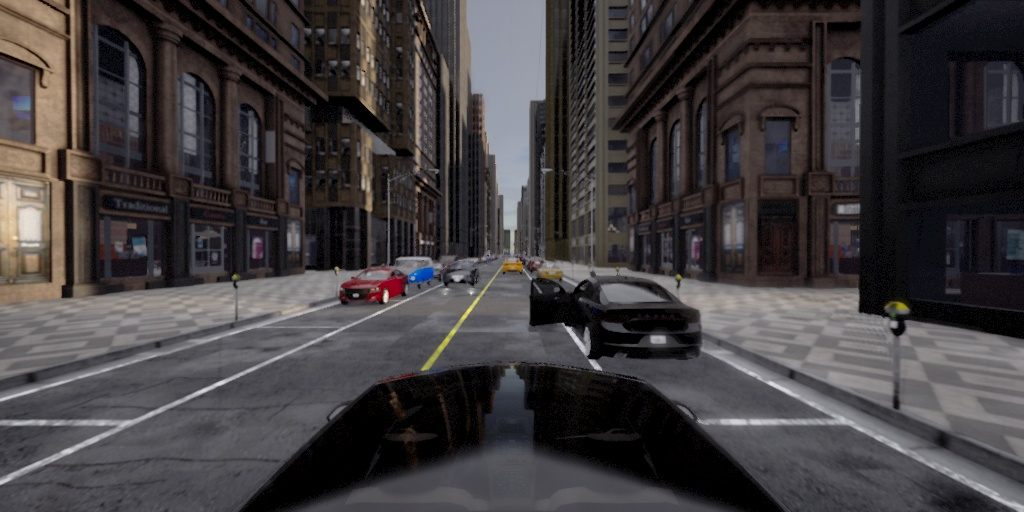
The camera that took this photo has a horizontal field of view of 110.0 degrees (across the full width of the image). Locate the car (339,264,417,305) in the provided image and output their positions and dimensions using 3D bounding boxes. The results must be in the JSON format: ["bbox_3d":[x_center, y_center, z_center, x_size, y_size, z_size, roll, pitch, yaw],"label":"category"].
[{"bbox_3d":[-5.766,1.194,15.498,1.888,1.381,4.507,0,0,0],"label":"car"}]

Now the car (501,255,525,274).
[{"bbox_3d":[0.065,0.975,36.469,1.882,1.535,5.008,0,0,0],"label":"car"}]

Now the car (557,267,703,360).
[{"bbox_3d":[2.359,1.179,8.254,1.882,1.535,5.008,0,0,0],"label":"car"}]

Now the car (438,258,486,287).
[{"bbox_3d":[-3.103,1.087,22.836,2.128,1.511,4.902,0,0,0],"label":"car"}]

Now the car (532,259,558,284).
[{"bbox_3d":[2.756,1.093,26.919,1.751,1.417,4.829,0,0,0],"label":"car"}]

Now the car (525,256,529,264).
[{"bbox_3d":[2.752,1.028,43.605,1.802,1.307,4.207,0,0,0],"label":"car"}]

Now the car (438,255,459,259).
[{"bbox_3d":[-5.770,0.842,32.353,2.192,1.841,5.009,0,0,0],"label":"car"}]

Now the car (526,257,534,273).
[{"bbox_3d":[2.753,1.068,37.987,1.802,1.307,4.207,0,0,0],"label":"car"}]

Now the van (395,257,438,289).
[{"bbox_3d":[-5.767,0.949,21.116,1.690,1.789,3.998,0,0,0],"label":"van"}]
